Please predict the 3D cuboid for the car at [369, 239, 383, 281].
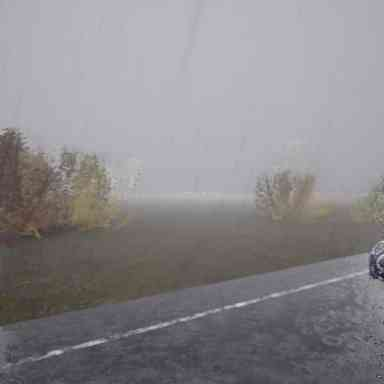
[{"bbox_3d":[6.629,1.409,8.703,4.553,1.767,2.097,0,0,-35],"label":"car"}]
